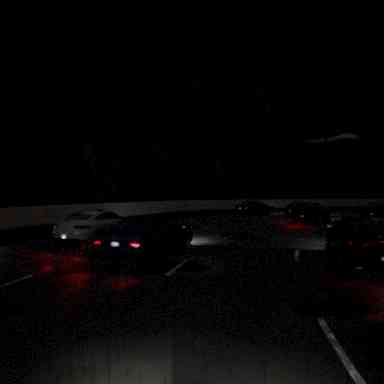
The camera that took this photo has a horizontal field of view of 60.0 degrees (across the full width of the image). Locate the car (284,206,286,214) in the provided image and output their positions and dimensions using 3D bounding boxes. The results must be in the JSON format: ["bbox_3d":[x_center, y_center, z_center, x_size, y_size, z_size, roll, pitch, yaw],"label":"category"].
[{"bbox_3d":[10.736,1.602,32.508,1.812,1.442,4.674,0,0,44],"label":"car"}]

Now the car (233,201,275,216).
[{"bbox_3d":[6.217,1.596,33.233,2.033,1.411,5.357,0,0,42],"label":"car"}]

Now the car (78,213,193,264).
[{"bbox_3d":[-1.492,1.541,11.883,2.033,1.411,5.357,0,0,16],"label":"car"}]

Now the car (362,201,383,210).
[{"bbox_3d":[15.713,1.585,27.663,1.882,1.535,5.008,0,0,44],"label":"car"}]

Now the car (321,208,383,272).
[{"bbox_3d":[5.506,1.516,10.669,1.882,1.535,5.008,0,0,16],"label":"car"}]

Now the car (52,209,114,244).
[{"bbox_3d":[-4.255,1.502,15.072,1.812,1.442,4.674,0,0,18],"label":"car"}]

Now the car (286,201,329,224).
[{"bbox_3d":[9.188,1.543,25.381,1.882,1.535,5.008,0,0,36],"label":"car"}]
